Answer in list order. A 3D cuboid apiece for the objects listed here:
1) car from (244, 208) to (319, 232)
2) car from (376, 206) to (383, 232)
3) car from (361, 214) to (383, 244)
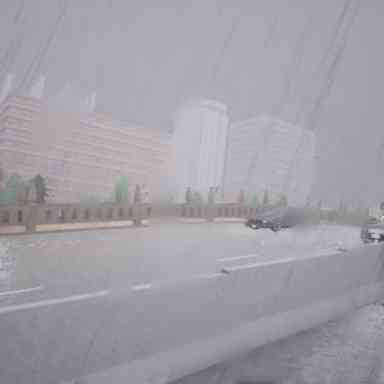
[{"bbox_3d":[5.802,1.698,21.031,5.357,1.411,2.033,2,-1,-36],"label":"car"},{"bbox_3d":[15.184,1.978,23.417,4.553,1.767,2.097,5,-3,-35],"label":"car"},{"bbox_3d":[9.581,1.630,15.126,4.902,1.511,2.128,2,-1,-35],"label":"car"}]
